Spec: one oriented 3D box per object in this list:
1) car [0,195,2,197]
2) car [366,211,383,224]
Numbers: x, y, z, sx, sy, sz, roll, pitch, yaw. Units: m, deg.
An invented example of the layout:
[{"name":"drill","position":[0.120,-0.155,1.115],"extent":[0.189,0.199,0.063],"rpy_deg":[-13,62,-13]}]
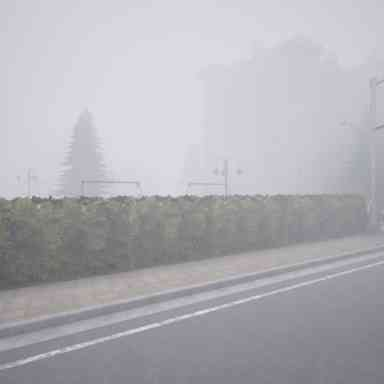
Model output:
[{"name":"car","position":[-40.266,1.374,67.273],"extent":[3.633,1.501,1.845],"rpy_deg":[0,0,-37]},{"name":"car","position":[10.462,1.532,23.256],"extent":[2.033,1.411,5.357],"rpy_deg":[0,0,-37]}]
